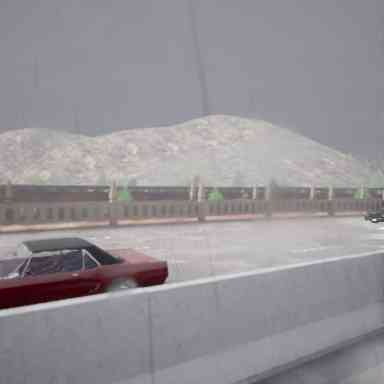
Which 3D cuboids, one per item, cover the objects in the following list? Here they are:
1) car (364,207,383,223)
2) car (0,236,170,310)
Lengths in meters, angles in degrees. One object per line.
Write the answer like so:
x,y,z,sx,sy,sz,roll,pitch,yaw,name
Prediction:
14.551,1.477,23.029,5.357,1.411,2.033,0,0,-21,car
-2.887,1.566,6.086,4.718,1.301,1.895,0,0,-33,car
